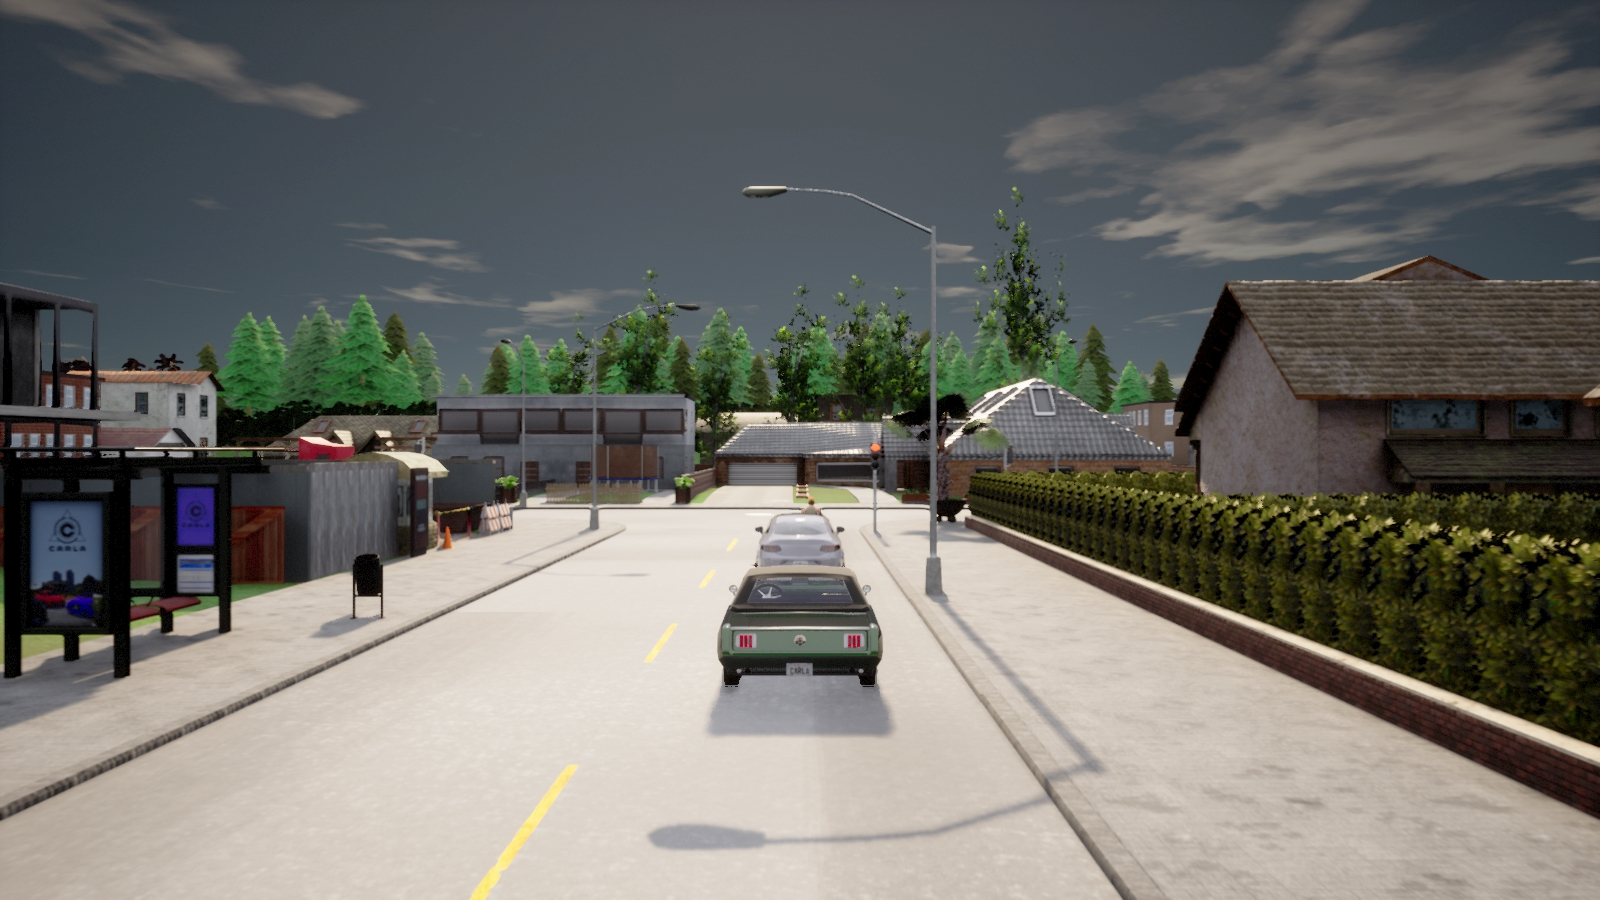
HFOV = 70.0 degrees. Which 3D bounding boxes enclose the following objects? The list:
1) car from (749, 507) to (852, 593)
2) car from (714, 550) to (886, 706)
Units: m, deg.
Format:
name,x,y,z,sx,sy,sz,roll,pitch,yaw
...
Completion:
name,x,y,z,sx,sy,sz,roll,pitch,yaw
car,-0.001,2.081,24.712,2.002,1.442,4.674,0,0,0
car,0.001,2.155,14.896,1.895,1.301,4.718,0,0,0
